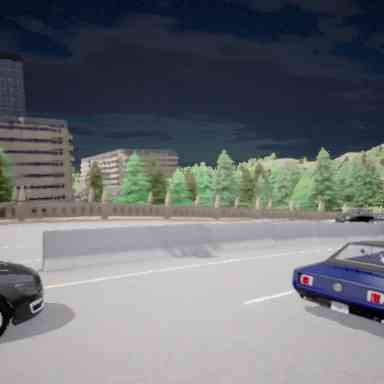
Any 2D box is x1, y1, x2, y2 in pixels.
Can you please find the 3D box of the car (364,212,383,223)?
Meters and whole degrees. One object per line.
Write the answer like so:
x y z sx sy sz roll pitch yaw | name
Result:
21.122 3.289 36.214 4.181 1.385 1.994 4 -2 -35 | car

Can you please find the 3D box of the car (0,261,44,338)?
-4.745 1.513 4.661 4.892 1.490 1.837 -1 0 -36 | car

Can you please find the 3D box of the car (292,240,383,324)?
4.258 1.669 6.783 4.718 1.301 1.895 2 -1 -35 | car

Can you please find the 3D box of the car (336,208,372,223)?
19.340 2.964 39.241 5.566 2.045 2.150 4 -2 -35 | car
